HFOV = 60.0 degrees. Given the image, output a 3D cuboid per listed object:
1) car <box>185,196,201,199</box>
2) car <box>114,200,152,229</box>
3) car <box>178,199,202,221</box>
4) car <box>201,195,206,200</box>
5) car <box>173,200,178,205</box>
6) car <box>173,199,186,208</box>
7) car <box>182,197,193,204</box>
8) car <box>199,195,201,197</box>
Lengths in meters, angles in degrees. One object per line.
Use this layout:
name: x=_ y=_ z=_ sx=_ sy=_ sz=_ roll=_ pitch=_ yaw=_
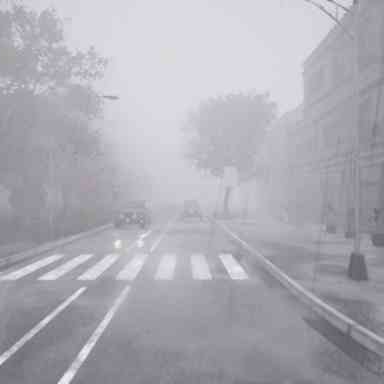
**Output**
car: x=-0.111 y=2.130 z=53.016 sx=2.150 sy=2.045 sz=5.566 roll=0 pitch=-1 yaw=0
car: x=-4.396 y=1.616 z=25.430 sx=2.150 sy=2.045 sz=5.566 roll=0 pitch=-1 yaw=0
car: x=-0.061 y=1.904 z=33.502 sx=2.097 sy=1.767 sz=4.553 roll=0 pitch=-1 yaw=-1
car: x=1.518 y=1.792 z=94.682 sx=2.231 sy=1.521 sz=4.892 roll=-1 pitch=2 yaw=16
car: x=-3.131 y=2.633 z=66.499 sx=2.002 sy=1.452 sz=4.674 roll=-2 pitch=1 yaw=3
car: x=-2.688 y=2.411 z=72.623 sx=2.097 sy=1.535 sz=5.008 roll=1 pitch=2 yaw=9
car: x=-1.072 y=2.185 z=83.031 sx=2.002 sy=1.452 sz=4.674 roll=-1 pitch=1 yaw=11
car: x=0.186 y=1.972 z=89.133 sx=2.097 sy=1.535 sz=5.008 roll=-1 pitch=2 yaw=13
